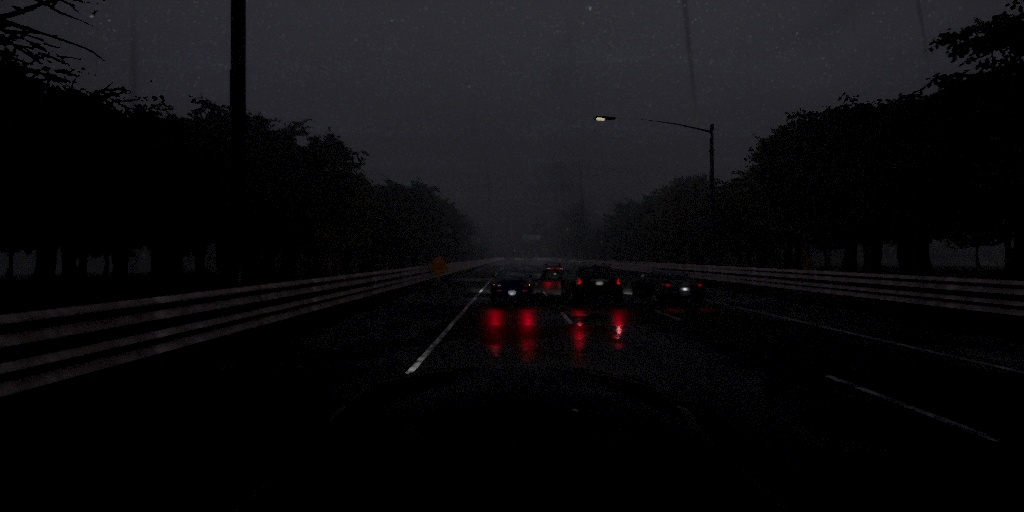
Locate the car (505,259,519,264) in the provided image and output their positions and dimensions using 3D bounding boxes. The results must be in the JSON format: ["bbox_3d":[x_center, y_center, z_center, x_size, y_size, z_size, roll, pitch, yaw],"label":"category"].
[{"bbox_3d":[0.000,1.283,31.501,1.812,1.442,4.674,0,0,0],"label":"car"}]

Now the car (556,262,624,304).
[{"bbox_3d":[3.500,1.115,16.471,2.097,1.767,4.553,0,0,0],"label":"car"}]

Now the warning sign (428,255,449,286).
[{"bbox_3d":[-4.550,0.864,22.287,1.300,1.860,1.060,0,0,0],"label":"warning sign"}]

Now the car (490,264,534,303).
[{"bbox_3d":[0.000,1.282,16.501,1.812,1.442,4.674,0,0,0],"label":"car"}]

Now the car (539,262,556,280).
[{"bbox_3d":[3.500,1.245,31.501,2.128,1.511,4.902,0,0,0],"label":"car"}]

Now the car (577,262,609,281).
[{"bbox_3d":[7.000,1.283,31.501,1.812,1.442,4.674,0,0,0],"label":"car"}]

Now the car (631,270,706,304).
[{"bbox_3d":[7.000,1.322,16.501,1.994,1.385,4.181,0,0,0],"label":"car"}]
